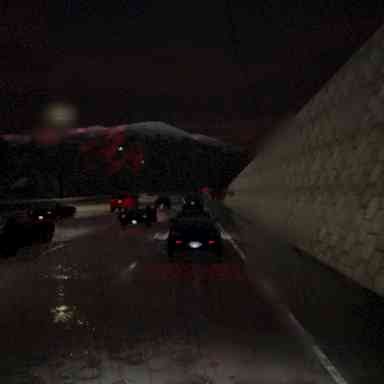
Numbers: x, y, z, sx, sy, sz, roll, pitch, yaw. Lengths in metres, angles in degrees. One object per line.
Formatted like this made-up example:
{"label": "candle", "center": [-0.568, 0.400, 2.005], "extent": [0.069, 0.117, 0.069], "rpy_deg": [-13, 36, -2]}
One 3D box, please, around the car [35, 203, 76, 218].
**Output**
{"label": "car", "center": [-10.424, 1.450, 25.121], "extent": [1.895, 1.301, 4.718], "rpy_deg": [0, 0, 0]}

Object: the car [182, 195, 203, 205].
{"label": "car", "center": [0.064, 1.141, 34.738], "extent": [2.097, 1.767, 4.553], "rpy_deg": [0, 0, 0]}

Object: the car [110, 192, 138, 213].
{"label": "car", "center": [-6.934, 1.012, 34.650], "extent": [2.150, 2.045, 5.566], "rpy_deg": [0, 0, 0]}

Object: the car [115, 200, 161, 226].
{"label": "car", "center": [-3.421, 1.468, 21.919], "extent": [1.895, 1.301, 4.718], "rpy_deg": [0, 0, 0]}

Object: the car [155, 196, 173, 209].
{"label": "car", "center": [-3.440, 1.262, 40.395], "extent": [1.837, 1.490, 4.892], "rpy_deg": [0, 1, 0]}

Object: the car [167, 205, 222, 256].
{"label": "car", "center": [0.088, 1.448, 12.629], "extent": [1.812, 1.442, 4.674], "rpy_deg": [0, 0, 0]}

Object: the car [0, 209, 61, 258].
{"label": "car", "center": [-6.912, 1.526, 12.470], "extent": [1.895, 1.301, 4.718], "rpy_deg": [0, 0, 0]}
